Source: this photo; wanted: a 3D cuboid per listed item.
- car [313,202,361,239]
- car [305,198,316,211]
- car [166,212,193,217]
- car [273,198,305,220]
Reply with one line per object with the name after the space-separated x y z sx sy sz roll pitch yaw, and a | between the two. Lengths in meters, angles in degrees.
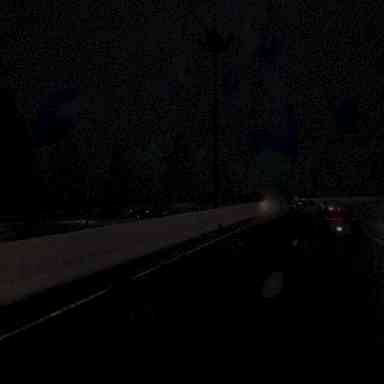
7.656 1.483 17.505 2.128 1.511 4.902 0 0 21 | car
14.247 1.480 41.579 2.128 1.511 4.902 0 0 28 | car
-0.626 1.521 25.657 1.812 1.442 4.674 0 0 22 | car
8.342 1.344 28.834 2.097 1.767 4.553 0 0 22 | car
